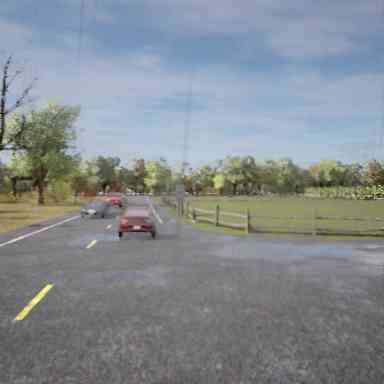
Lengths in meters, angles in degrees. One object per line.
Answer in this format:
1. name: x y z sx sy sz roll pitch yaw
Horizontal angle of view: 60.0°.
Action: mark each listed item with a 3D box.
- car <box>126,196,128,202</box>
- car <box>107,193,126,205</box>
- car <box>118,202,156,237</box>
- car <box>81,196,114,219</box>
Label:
1. car: -13.151 1.223 62.897 1.812 1.442 4.674 1 0 -8
2. car: -10.763 1.125 46.139 2.150 2.045 5.566 1 0 -8
3. car: -2.894 1.505 17.786 1.812 1.442 4.674 1 0 -8
4. car: -8.169 1.405 28.305 2.128 1.511 4.902 1 0 -8
